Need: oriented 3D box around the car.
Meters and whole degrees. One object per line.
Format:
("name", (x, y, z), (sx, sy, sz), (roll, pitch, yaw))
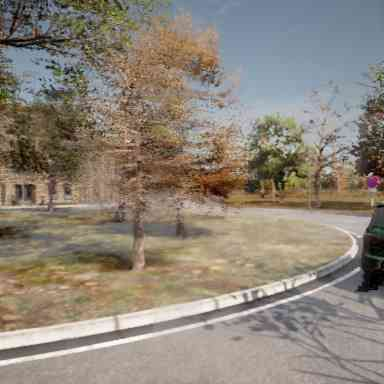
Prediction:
("car", (6.094, 1.195, 8.471), (2.150, 2.045, 5.566), (1, 1, 43))
